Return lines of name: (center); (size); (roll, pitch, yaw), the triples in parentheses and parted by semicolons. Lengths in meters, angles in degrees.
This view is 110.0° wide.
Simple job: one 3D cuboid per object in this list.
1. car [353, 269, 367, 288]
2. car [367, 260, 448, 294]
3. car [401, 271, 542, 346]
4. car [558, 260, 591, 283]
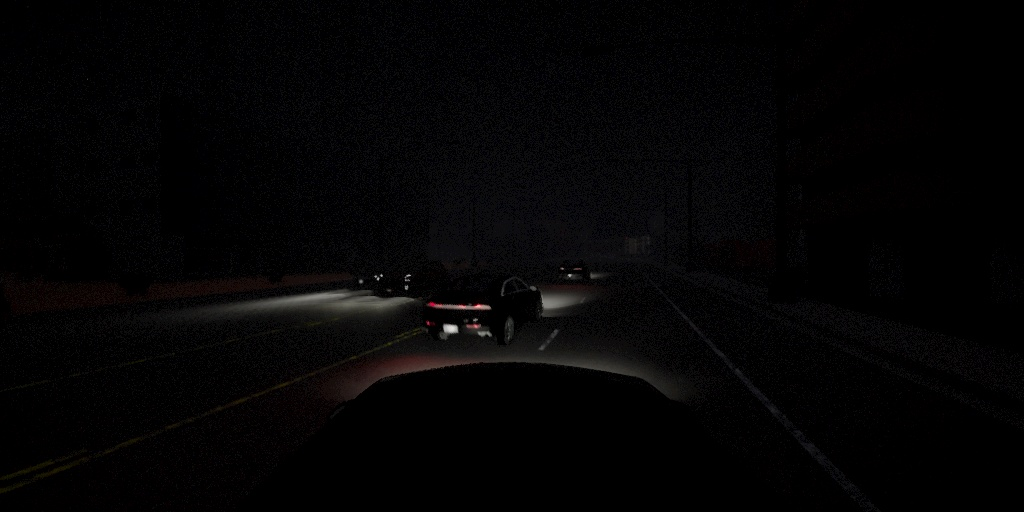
car: (-7.721, 1.127, 22.366); (2.128, 1.511, 4.902); (0, 1, 17)
car: (-5.108, 1.011, 18.977); (2.097, 1.767, 4.553); (0, 1, 17)
car: (-0.509, 1.221, 9.508); (2.128, 1.511, 4.902); (0, 0, 17)
car: (4.499, 1.021, 25.645); (2.128, 1.511, 4.902); (0, 1, 17)
